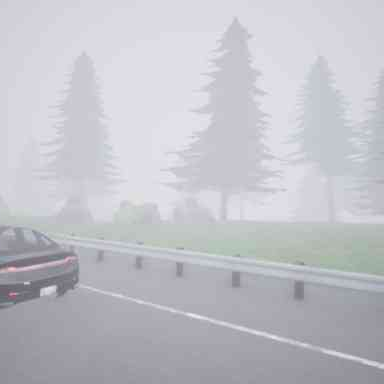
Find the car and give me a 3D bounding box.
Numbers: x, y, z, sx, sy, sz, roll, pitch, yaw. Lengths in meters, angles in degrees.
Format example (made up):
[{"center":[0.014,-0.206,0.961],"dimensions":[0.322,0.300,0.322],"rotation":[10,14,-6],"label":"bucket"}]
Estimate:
[{"center":[-4.437,1.455,7.036],"dimensions":[4.902,1.511,2.128],"rotation":[0,0,35],"label":"car"}]
